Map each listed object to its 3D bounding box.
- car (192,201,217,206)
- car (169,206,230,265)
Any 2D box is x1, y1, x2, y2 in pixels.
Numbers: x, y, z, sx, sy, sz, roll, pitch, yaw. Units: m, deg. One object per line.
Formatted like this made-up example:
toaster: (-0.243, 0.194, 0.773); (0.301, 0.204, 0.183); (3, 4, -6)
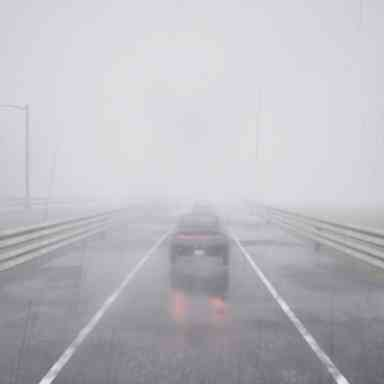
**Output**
car: (0.995, 1.464, 26.942); (2.128, 1.511, 4.902); (0, 0, 4)
car: (0.283, 1.479, 11.696); (2.128, 1.511, 4.902); (0, 0, 2)
